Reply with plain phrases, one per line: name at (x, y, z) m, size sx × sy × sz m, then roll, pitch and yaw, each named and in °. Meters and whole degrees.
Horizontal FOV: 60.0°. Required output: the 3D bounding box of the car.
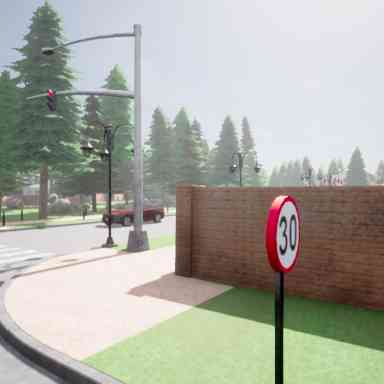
car at (-3.991, 1.462, 23.142) m, size 1.882 × 1.535 × 5.008 m, roll 0°, pitch 0°, yaw 35°
